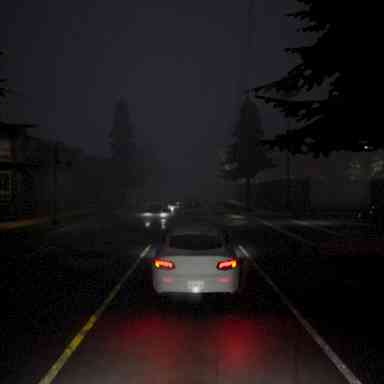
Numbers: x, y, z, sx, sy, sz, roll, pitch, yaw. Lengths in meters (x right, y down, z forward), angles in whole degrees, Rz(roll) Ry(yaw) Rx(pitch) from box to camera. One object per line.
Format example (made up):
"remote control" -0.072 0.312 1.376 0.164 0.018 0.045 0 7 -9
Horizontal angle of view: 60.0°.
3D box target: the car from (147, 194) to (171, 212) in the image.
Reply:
"car" -3.599 1.272 35.098 1.882 1.535 5.008 0 1 0

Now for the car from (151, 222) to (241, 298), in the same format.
"car" 0.082 1.477 8.244 1.812 1.442 4.674 0 0 0

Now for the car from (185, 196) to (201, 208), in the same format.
"car" 0.098 1.230 42.235 1.882 1.535 5.008 0 0 0

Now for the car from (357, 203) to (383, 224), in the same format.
"car" 14.060 1.377 23.023 4.902 1.511 2.128 0 0 0

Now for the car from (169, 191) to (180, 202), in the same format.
"car" -3.531 0.839 65.117 2.150 2.045 5.566 0 0 1

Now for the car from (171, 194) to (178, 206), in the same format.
"car" -3.592 1.311 49.314 1.895 1.301 4.718 0 0 0
